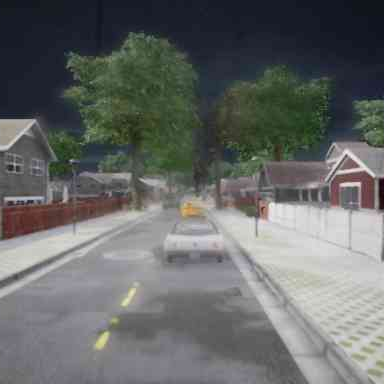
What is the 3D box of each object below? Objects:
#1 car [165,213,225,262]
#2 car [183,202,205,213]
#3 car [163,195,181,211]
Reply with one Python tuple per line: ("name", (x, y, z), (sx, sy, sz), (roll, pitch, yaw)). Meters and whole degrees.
("car", (0.106, 1.661, 12.379), (1.895, 1.301, 4.718), (0, 0, 0))
("car", (0.147, 1.630, 30.499), (1.882, 1.535, 5.008), (0, 0, 0))
("car", (-2.746, 1.452, 45.756), (2.150, 2.045, 5.566), (0, 0, 0))
